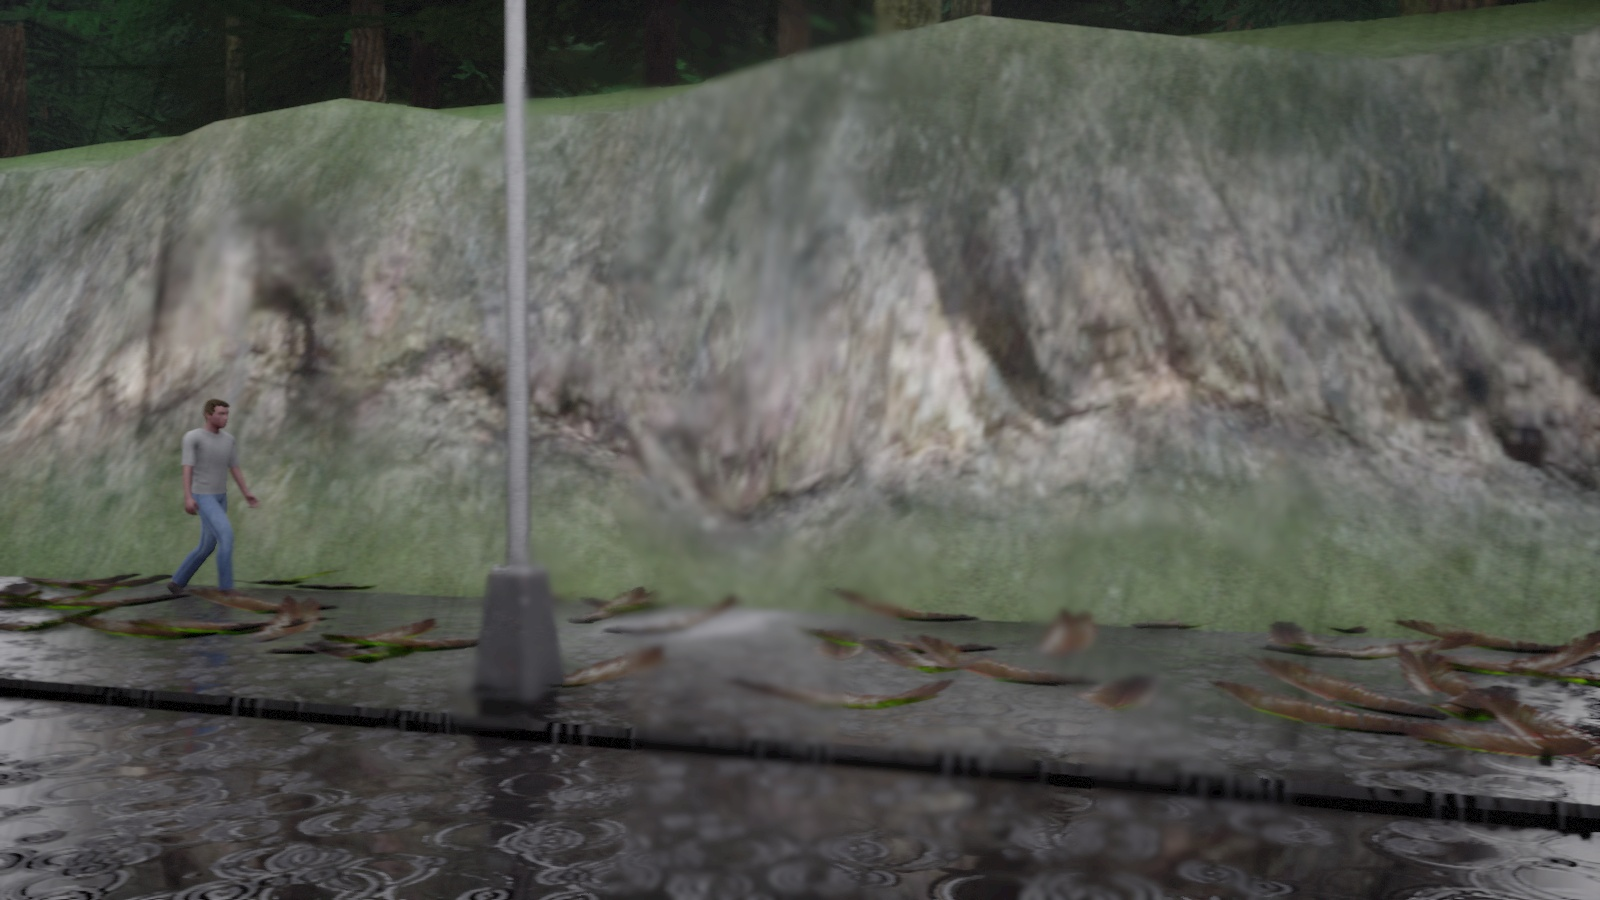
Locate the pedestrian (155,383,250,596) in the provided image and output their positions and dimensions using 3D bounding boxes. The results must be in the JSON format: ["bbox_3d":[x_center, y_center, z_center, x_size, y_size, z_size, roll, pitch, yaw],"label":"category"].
[{"bbox_3d":[-5.272,0.338,11.091,0.706,1.836,0.354,1,1,18],"label":"pedestrian"}]
